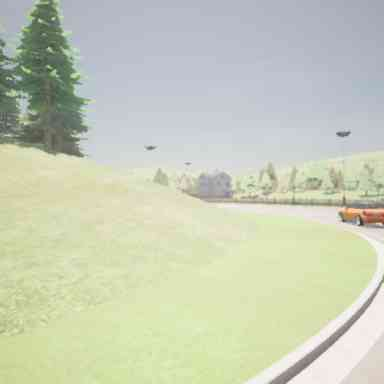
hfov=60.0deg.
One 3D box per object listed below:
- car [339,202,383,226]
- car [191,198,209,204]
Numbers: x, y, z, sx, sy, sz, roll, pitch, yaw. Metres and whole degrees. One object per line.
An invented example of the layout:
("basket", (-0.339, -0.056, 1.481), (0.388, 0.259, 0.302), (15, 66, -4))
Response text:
("car", (12.706, 1.520, 24.795), (2.097, 1.767, 4.553), (0, 0, 4))
("car", (2.573, 2.230, 85.333), (2.128, 1.511, 4.902), (0, -1, -27))
